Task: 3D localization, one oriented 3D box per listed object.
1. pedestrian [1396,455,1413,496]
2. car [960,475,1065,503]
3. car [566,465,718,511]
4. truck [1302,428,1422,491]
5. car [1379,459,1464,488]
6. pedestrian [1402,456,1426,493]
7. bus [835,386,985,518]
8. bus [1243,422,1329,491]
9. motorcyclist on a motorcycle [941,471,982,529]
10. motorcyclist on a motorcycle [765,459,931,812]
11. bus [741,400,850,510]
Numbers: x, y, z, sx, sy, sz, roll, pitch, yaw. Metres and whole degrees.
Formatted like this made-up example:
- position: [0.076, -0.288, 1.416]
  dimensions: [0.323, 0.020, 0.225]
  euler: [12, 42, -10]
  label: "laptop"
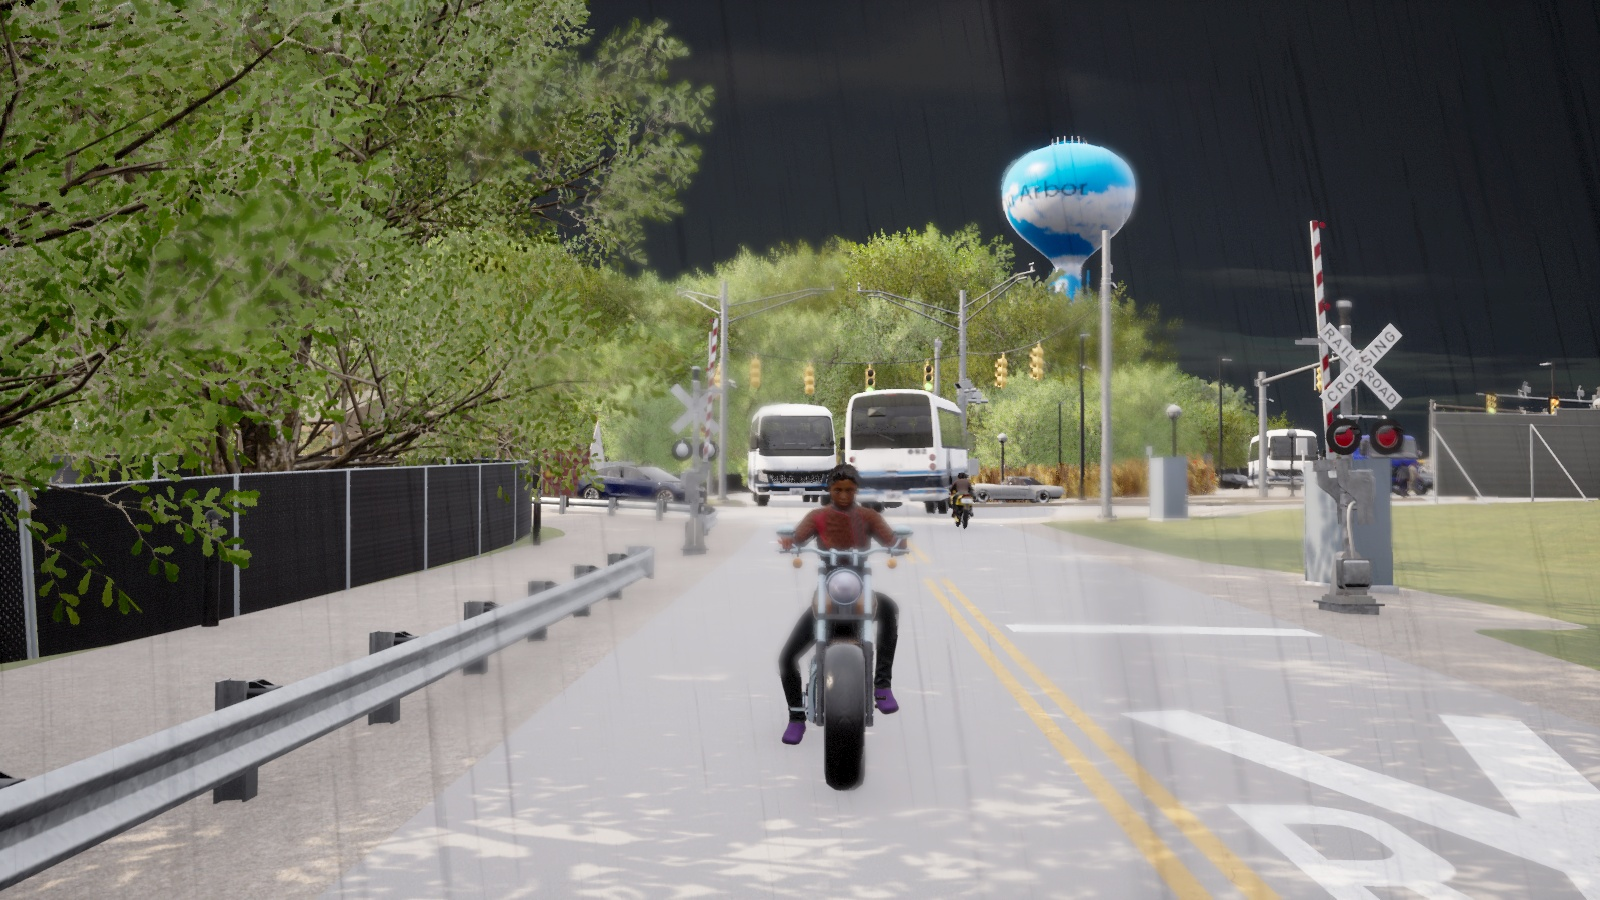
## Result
- position: [28.983, 1.242, 60.229]
  dimensions: [0.423, 1.949, 0.788]
  euler: [0, -3, 0]
  label: "pedestrian"
- position: [10.220, 1.853, 60.572]
  dimensions: [4.718, 1.301, 1.895]
  euler: [0, -1, -3]
  label: "car"
- position: [-5.459, 1.299, 43.210]
  dimensions: [4.792, 1.488, 2.163]
  euler: [0, -1, 28]
  label: "car"
- position: [32.461, 0.593, 72.941]
  dimensions: [2.891, 3.462, 7.936]
  euler: [0, -1, -5]
  label: "truck"
- position: [36.112, 1.366, 73.138]
  dimensions: [2.152, 1.651, 5.027]
  euler: [0, -1, -5]
  label: "car"
- position: [32.779, 1.294, 67.042]
  dimensions: [0.873, 1.952, 0.659]
  euler: [0, -3, -8]
  label: "pedestrian"
- position: [4.371, 0.121, 46.878]
  dimensions: [3.944, 4.253, 10.273]
  euler: [-2, -1, 14]
  label: "bus"
- position: [33.074, 0.568, 85.927]
  dimensions: [3.944, 4.253, 10.273]
  euler: [0, -3, 12]
  label: "bus"
- position: [4.381, 1.339, 34.146]
  dimensions: [0.797, 1.523, 2.044]
  euler: [1, -1, -1]
  label: "motorcyclist on a motorcycle"
- position: [0.257, 0.884, 7.056]
  dimensions: [0.766, 1.649, 2.350]
  euler: [0, -1, 2]
  label: "motorcyclist on a motorcycle"
- position: [-0.414, 0.233, 54.423]
  dimensions: [3.944, 4.253, 10.273]
  euler: [0, 0, -4]
  label: "bus"
